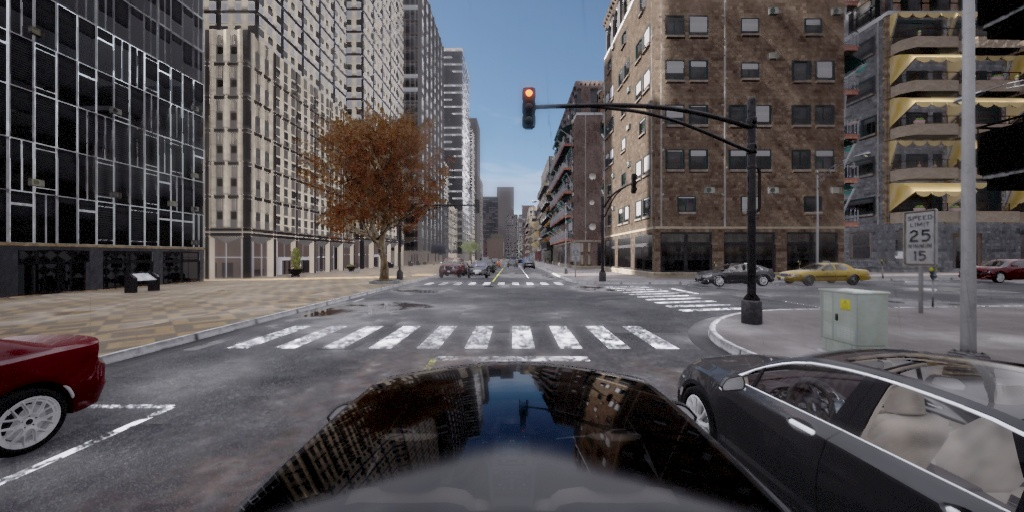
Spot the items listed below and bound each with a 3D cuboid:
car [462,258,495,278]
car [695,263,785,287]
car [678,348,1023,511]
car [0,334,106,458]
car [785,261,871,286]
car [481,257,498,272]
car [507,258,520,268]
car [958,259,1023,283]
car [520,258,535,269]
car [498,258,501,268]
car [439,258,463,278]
[{"bbox_3d":[-3.096,1.255,34.198,2.128,1.511,4.902,0,0,0],"label":"car"},{"bbox_3d":[13.437,1.095,21.734,4.403,1.370,2.007,0,0,-1],"label":"car"},{"bbox_3d":[2.689,1.300,2.319,2.007,1.370,4.403,0,0,0],"label":"car"},{"bbox_3d":[-5.692,1.295,2.321,1.888,1.381,4.507,0,0,0],"label":"car"},{"bbox_3d":[18.834,0.993,21.788,4.829,1.417,1.751,0,0,-1],"label":"car"},{"bbox_3d":[-3.092,1.123,43.370,2.097,1.767,4.553,0,0,0],"label":"car"},{"bbox_3d":[0.111,1.284,64.089,2.128,1.511,4.902,0,0,0],"label":"car"},{"bbox_3d":[30.139,0.859,21.901,4.507,1.381,1.888,0,0,-1],"label":"car"},{"bbox_3d":[2.698,1.349,56.798,1.948,1.339,4.313,0,0,0],"label":"car"},{"bbox_3d":[-3.086,1.380,53.088,1.895,1.301,4.718,0,0,0],"label":"car"},{"bbox_3d":[-5.687,1.079,34.708,2.192,1.841,5.009,0,0,0],"label":"car"}]
